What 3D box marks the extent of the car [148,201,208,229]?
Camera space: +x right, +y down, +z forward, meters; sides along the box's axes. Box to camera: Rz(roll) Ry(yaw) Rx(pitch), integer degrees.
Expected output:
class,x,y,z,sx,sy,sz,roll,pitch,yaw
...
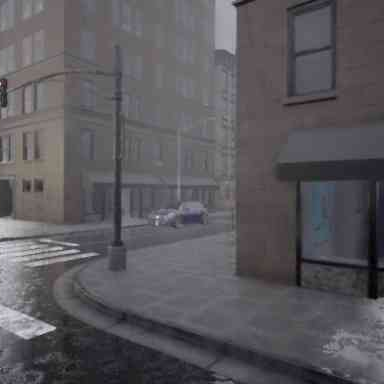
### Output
class,x,y,z,sx,sy,sz,roll,pitch,yaw
car,-0.844,1.388,22.072,2.097,1.767,4.553,0,0,35
